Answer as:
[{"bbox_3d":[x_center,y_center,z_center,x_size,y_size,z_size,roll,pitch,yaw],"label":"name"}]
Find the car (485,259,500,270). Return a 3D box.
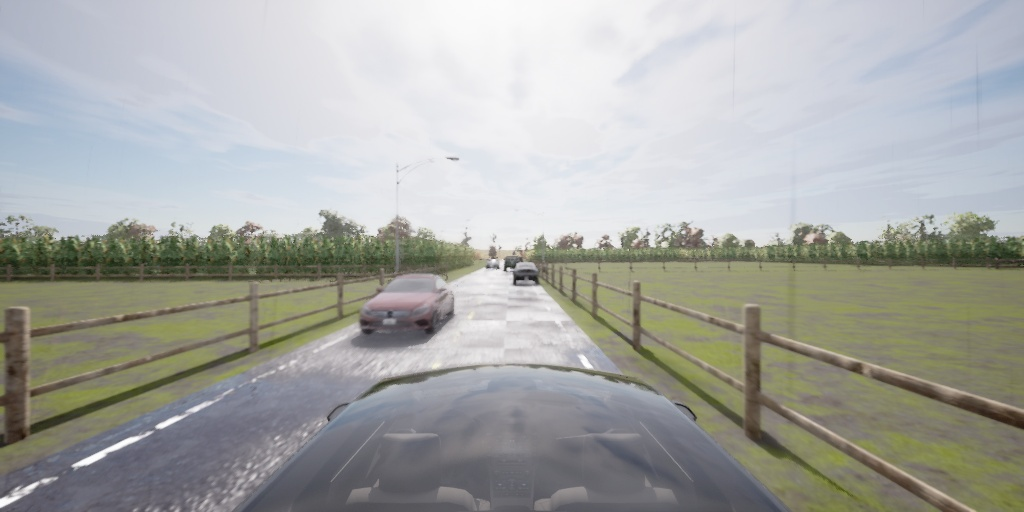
[{"bbox_3d":[-2.793,1.183,52.121,2.128,1.511,4.902,0,0,0],"label":"car"}]

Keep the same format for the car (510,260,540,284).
[{"bbox_3d":[0.976,1.233,26.455,1.837,1.490,4.892,0,0,0],"label":"car"}]

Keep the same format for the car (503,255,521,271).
[{"bbox_3d":[0.047,0.923,47.287,2.150,2.045,5.566,0,0,1],"label":"car"}]

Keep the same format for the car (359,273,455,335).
[{"bbox_3d":[-2.841,1.269,10.672,1.812,1.442,4.674,0,0,0],"label":"car"}]
